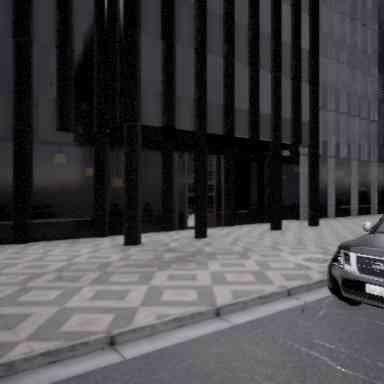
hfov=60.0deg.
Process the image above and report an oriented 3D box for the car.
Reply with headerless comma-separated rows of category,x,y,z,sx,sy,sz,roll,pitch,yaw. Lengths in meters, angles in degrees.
car,5.199,1.222,6.964,5.566,2.045,2.150,0,0,-36
